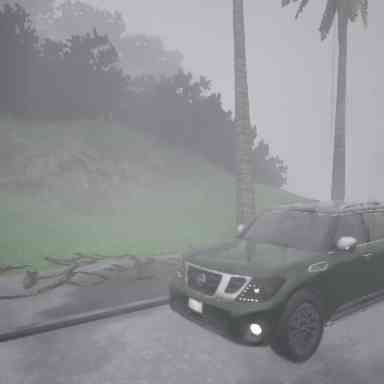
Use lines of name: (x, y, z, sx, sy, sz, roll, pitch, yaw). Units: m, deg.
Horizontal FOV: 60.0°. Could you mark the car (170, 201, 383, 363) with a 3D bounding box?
car: (2.297, 1.220, 6.248, 5.566, 2.045, 2.150, 0, 0, -36)
